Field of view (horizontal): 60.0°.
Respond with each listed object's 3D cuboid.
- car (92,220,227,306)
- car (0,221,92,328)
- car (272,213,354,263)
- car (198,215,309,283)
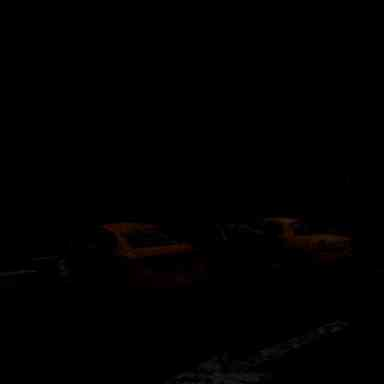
[{"bbox_3d":[-1.639,1.488,8.268,2.097,1.535,5.008,0,0,-35],"label":"car"},{"bbox_3d":[-3.885,1.355,6.636,2.185,1.767,4.553,0,0,-35],"label":"car"},{"bbox_3d":[2.761,1.524,11.641,1.946,1.575,5.366,0,0,-35],"label":"car"},{"bbox_3d":[0.617,1.504,9.878,2.231,1.521,4.892,0,0,-35],"label":"car"}]
